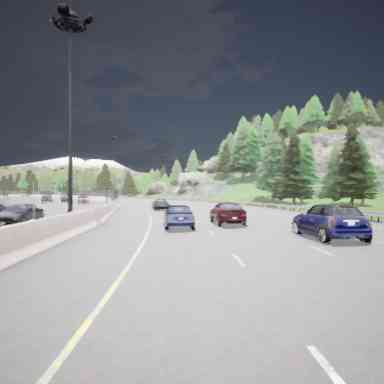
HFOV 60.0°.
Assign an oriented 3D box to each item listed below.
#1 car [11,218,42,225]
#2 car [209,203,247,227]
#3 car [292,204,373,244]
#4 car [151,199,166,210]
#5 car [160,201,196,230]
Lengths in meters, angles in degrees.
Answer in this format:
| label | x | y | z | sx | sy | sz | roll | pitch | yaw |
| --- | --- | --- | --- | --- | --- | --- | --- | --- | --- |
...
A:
| label | x | y | z | sx | sy | sz | roll | pitch | yaw |
| --- | --- | --- | --- | --- | --- | --- | --- | --- | --- |
| car | -11.798 | 1.549 | 22.955 | 2.033 | 1.411 | 5.357 | 0 | 0 | -6 |
| car | 2.418 | 1.478 | 23.164 | 1.882 | 1.535 | 5.008 | 0 | 0 | -6 |
| car | 6.530 | 1.352 | 16.032 | 2.097 | 1.767 | 4.553 | 0 | 0 | -4 |
| car | -4.017 | 1.566 | 42.238 | 1.994 | 1.385 | 4.181 | 0 | 0 | -11 |
| car | -0.875 | 1.548 | 21.273 | 2.033 | 1.411 | 5.357 | 0 | 0 | -6 |
